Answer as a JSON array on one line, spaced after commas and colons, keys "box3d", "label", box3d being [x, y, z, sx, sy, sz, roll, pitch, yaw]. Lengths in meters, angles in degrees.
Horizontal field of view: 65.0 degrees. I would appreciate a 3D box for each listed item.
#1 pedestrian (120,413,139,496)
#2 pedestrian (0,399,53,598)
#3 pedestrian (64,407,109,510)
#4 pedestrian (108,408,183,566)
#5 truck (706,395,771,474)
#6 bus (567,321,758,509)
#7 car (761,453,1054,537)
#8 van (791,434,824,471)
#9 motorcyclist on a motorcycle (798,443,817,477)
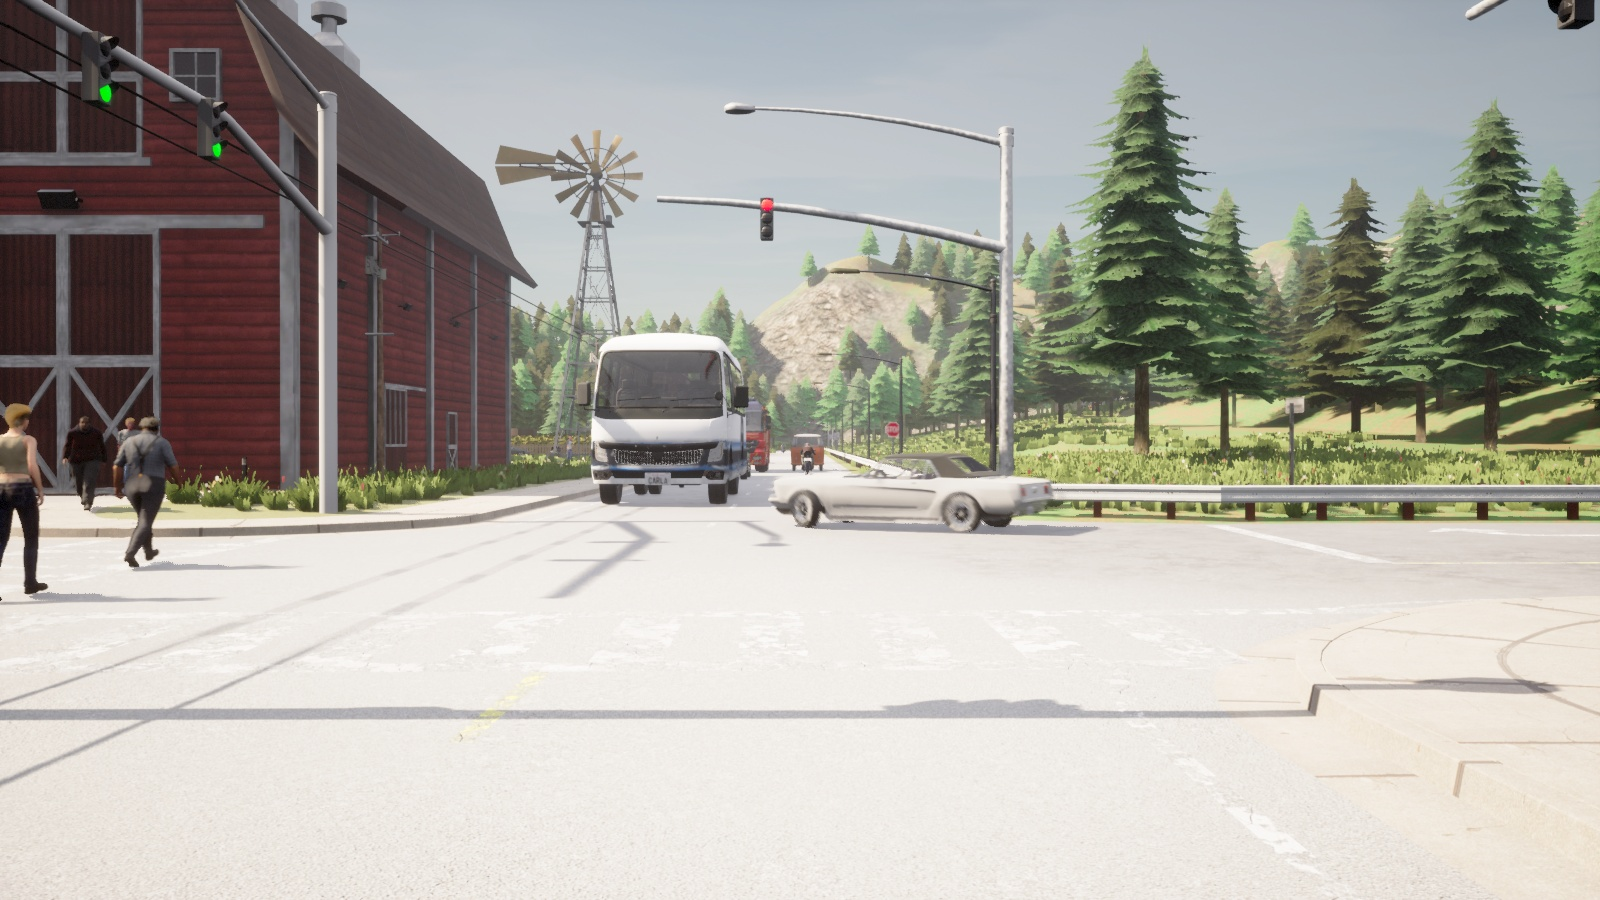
[{"box3d": [-15.078, 0.090, 28.234, 0.354, 1.836, 0.706, 0, 0, -29], "label": "pedestrian"}, {"box3d": [-7.415, 0.449, 11.894, 0.345, 1.836, 0.594, 0, 0, -3], "label": "pedestrian"}, {"box3d": [-13.022, 0.149, 22.942, 0.634, 1.844, 0.899, 0, 0, -24], "label": "pedestrian"}, {"box3d": [-7.805, 0.431, 14.991, 0.540, 1.848, 0.694, 0, 0, -2], "label": "pedestrian"}, {"box3d": [-3.107, -0.790, 65.451, 2.891, 3.827, 8.468, 0, 0, 0], "label": "truck"}, {"box3d": [-3.290, -0.823, 33.683, 3.944, 4.253, 10.273, 0, 0, 0], "label": "bus"}, {"box3d": [1.825, 0.712, 21.845, 4.718, 1.301, 1.895, 0, 0, 29], "label": "car"}, {"box3d": [0.409, 0.115, 68.333, 1.775, 1.987, 4.442, 0, 0, 0], "label": "van"}, {"box3d": [0.354, 0.450, 58.838, 0.866, 1.530, 2.191, 0, 0, 0], "label": "motorcyclist on a motorcycle"}]
